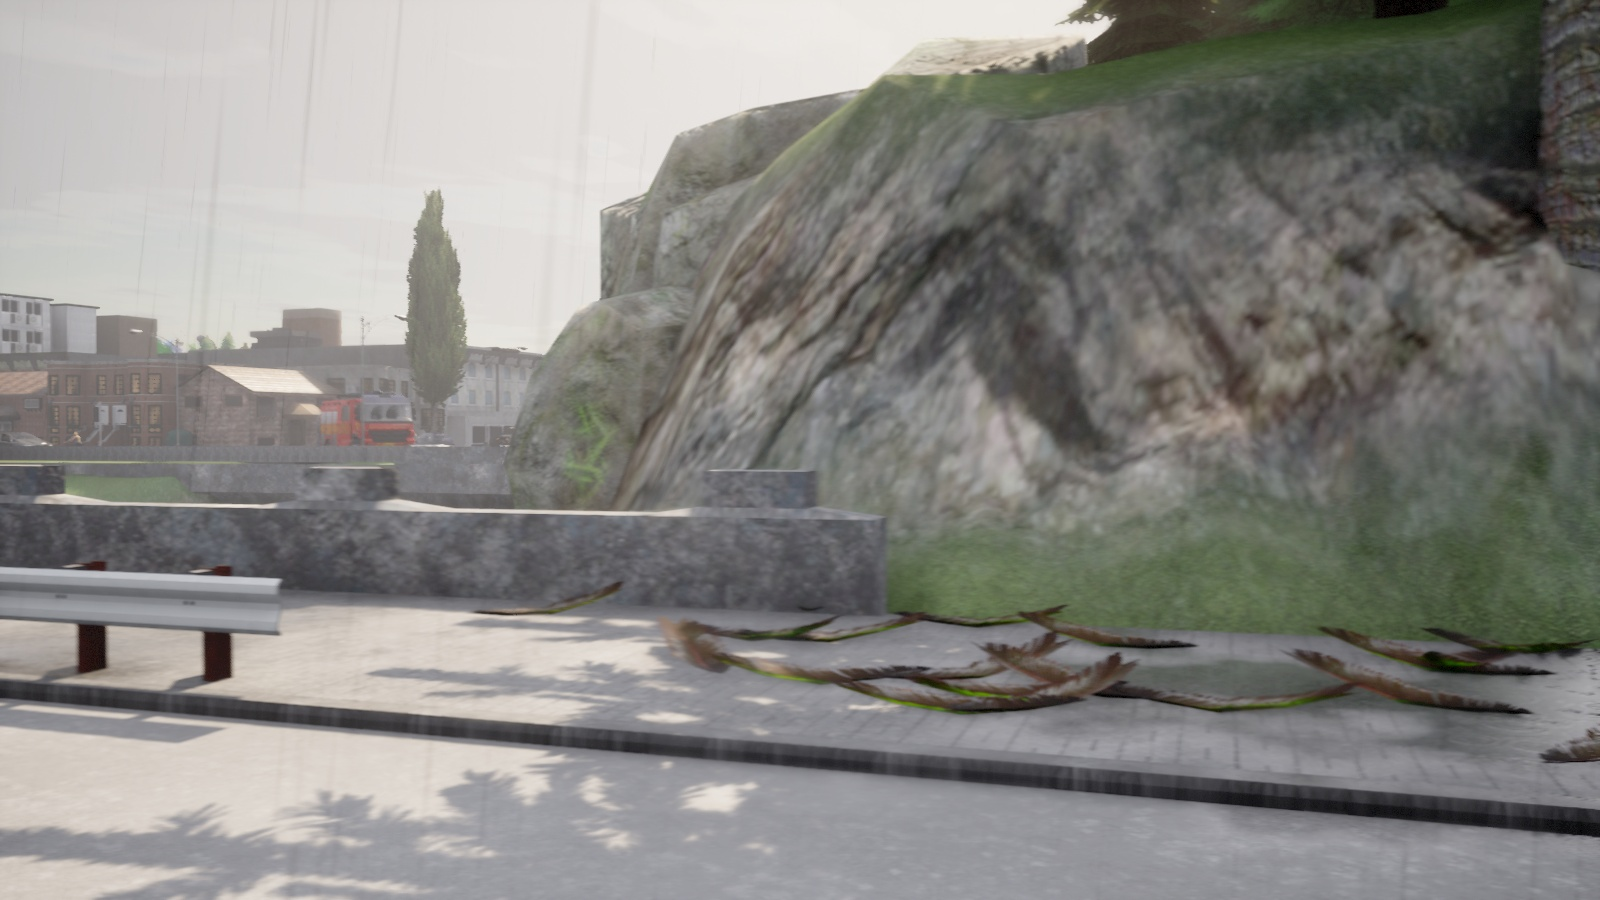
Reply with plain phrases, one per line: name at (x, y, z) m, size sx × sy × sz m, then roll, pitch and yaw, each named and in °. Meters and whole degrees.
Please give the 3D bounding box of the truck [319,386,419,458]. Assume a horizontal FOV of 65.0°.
truck at (-24.554, -1.572, 71.262) m, size 2.891 × 3.827 × 8.468 m, roll -1°, pitch 1°, yaw -37°

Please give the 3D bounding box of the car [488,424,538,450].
car at (-21.497, -0.966, 94.089) m, size 1.905 × 1.878 × 3.866 m, roll 1°, pitch 1°, yaw 19°

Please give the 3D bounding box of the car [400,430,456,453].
car at (-24.876, -0.599, 84.075) m, size 1.845 × 1.501 × 3.633 m, roll 1°, pitch 1°, yaw 19°

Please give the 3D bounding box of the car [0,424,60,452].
car at (-47.674, -0.730, 76.272) m, size 4.611 × 1.667 × 2.242 m, roll 1°, pitch 1°, yaw 19°
